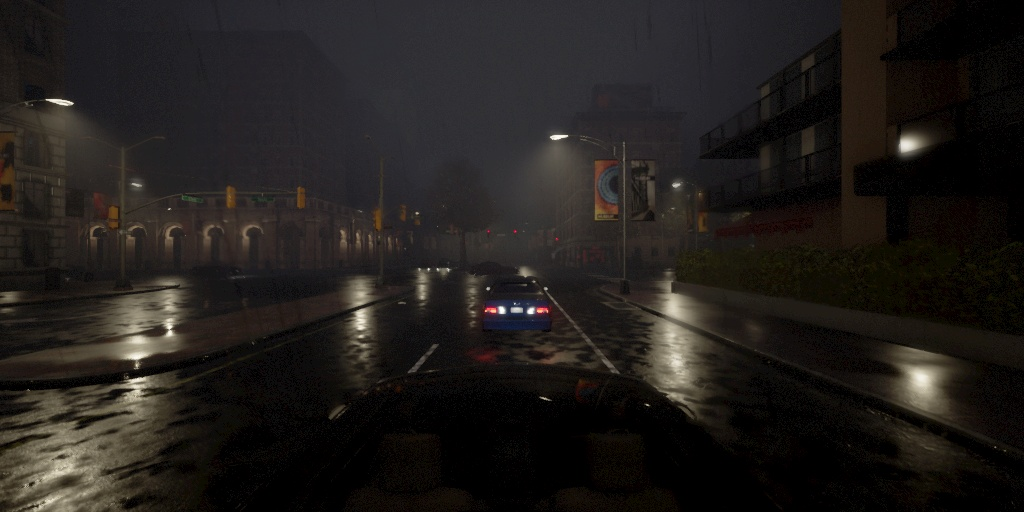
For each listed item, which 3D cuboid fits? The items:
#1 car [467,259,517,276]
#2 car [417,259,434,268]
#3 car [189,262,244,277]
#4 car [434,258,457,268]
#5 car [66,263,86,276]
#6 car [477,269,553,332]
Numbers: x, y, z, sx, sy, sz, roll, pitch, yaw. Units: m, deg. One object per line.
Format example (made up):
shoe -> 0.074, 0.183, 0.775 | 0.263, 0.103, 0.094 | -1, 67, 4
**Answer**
car -> -1.749, 1.276, 34.481 | 4.674, 1.442, 1.812 | 0, 0, 0
car -> -14.518, 1.228, 61.808 | 1.882, 1.535, 5.008 | 0, 0, 1
car -> -28.447, 1.314, 34.584 | 4.181, 1.385, 1.994 | 0, 0, 0
car -> -11.052, 1.102, 59.739 | 2.097, 1.767, 4.553 | 0, 0, 1
car -> -44.287, 1.228, 34.665 | 5.008, 1.535, 1.882 | 0, 0, 1
car -> 0.146, 1.297, 10.789 | 2.033, 1.411, 5.357 | 0, 0, 1
